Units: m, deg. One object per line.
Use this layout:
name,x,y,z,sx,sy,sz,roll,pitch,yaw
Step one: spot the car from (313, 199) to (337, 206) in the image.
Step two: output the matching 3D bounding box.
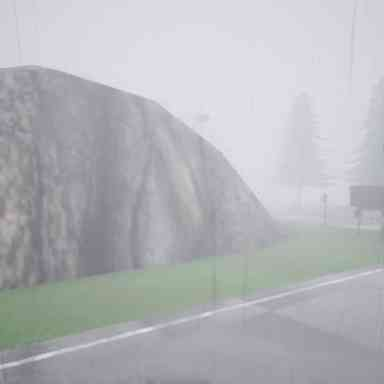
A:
car,22.990,1.932,57.241,4.553,1.767,2.097,0,0,-36
